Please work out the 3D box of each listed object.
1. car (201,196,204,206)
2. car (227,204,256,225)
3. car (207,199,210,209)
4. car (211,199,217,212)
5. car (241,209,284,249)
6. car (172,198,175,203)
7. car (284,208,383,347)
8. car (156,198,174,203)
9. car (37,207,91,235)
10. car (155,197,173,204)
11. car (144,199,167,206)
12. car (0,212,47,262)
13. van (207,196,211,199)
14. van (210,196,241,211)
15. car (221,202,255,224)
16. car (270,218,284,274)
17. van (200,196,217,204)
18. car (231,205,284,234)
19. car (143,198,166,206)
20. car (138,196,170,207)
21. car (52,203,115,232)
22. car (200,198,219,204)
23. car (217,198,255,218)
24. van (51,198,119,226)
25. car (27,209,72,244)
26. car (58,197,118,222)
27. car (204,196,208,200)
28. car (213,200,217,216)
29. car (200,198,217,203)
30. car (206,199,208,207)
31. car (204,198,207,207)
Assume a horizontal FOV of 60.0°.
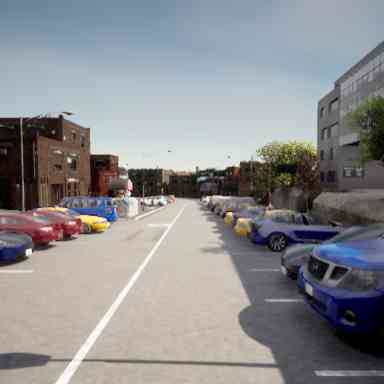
[{"bbox_3d":[4.679,1.771,55.559,5.566,2.045,2.435,0,-1,0],"label":"car"},{"bbox_3d":[4.679,1.645,19.240,4.792,1.488,2.163,0,-1,0],"label":"car"},{"bbox_3d":[4.646,1.836,38.919,5.008,1.535,2.097,0,-1,0],"label":"car"},{"bbox_3d":[4.657,1.773,33.207,4.892,1.521,2.231,0,-1,0],"label":"car"},{"bbox_3d":[4.680,1.582,13.652,4.792,1.488,2.163,0,-1,0],"label":"car"},{"bbox_3d":[-7.864,2.349,85.551,5.366,1.575,1.946,0,-1,0],"label":"car"},{"bbox_3d":[4.622,1.207,5.275,5.566,2.045,2.435,0,-1,0],"label":"car"},{"bbox_3d":[-7.684,2.423,94.262,5.008,1.535,2.097,0,0,0],"label":"car"},{"bbox_3d":[-7.677,1.614,16.175,4.674,1.452,2.002,0,-1,0],"label":"car"},{"bbox_3d":[-7.648,2.288,91.433,4.553,1.767,2.185,0,0,0],"label":"car"},{"bbox_3d":[-7.676,2.226,70.736,4.674,1.452,2.002,0,-1,0],"label":"car"},{"bbox_3d":[-7.651,1.543,10.719,4.792,1.488,2.163,0,-1,0],"label":"car"},{"bbox_3d":[4.768,1.703,47.177,4.442,1.987,1.878,0,-1,0],"label":"van"},{"bbox_3d":[4.534,1.577,36.003,4.442,1.987,1.878,0,-1,0],"label":"van"},{"bbox_3d":[4.836,1.643,22.033,5.366,1.575,1.946,0,-1,0],"label":"car"},{"bbox_3d":[4.621,1.519,8.066,4.792,1.488,2.163,0,-1,0],"label":"car"},{"bbox_3d":[4.535,2.198,91.870,4.442,1.987,1.878,0,0,0],"label":"van"},{"bbox_3d":[4.836,1.581,16.446,5.366,1.575,1.946,0,-1,0],"label":"car"},{"bbox_3d":[-7.647,2.028,67.800,4.553,1.767,2.185,0,-1,0],"label":"car"},{"bbox_3d":[-7.707,1.870,64.988,5.566,2.045,2.435,0,-1,0],"label":"car"},{"bbox_3d":[-7.494,1.604,19.091,5.366,1.575,1.946,0,-1,0],"label":"car"},{"bbox_3d":[4.658,2.399,89.074,4.892,1.521,2.231,0,0,0],"label":"car"},{"bbox_3d":[4.619,1.583,27.623,4.553,1.767,2.185,0,-1,0],"label":"car"},{"bbox_3d":[-7.796,1.442,24.550,4.442,1.987,1.878,0,-1,0],"label":"van"},{"bbox_3d":[-7.676,1.584,13.508,4.674,1.452,2.002,0,-1,0],"label":"car"},{"bbox_3d":[-7.708,1.386,21.759,5.566,2.045,2.435,0,-1,0],"label":"car"},{"bbox_3d":[4.620,1.865,52.762,4.553,1.767,2.185,0,-1,0],"label":"car"},{"bbox_3d":[4.645,1.741,30.413,4.892,1.521,2.231,0,-1,0],"label":"car"},{"bbox_3d":[4.645,2.429,94.676,4.892,1.521,2.231,0,0,0],"label":"car"},{"bbox_3d":[4.648,1.937,44.380,4.674,1.452,2.002,0,-1,0],"label":"car"},{"bbox_3d":[4.679,1.989,49.970,4.792,1.488,2.163,0,-1,0],"label":"car"}]
